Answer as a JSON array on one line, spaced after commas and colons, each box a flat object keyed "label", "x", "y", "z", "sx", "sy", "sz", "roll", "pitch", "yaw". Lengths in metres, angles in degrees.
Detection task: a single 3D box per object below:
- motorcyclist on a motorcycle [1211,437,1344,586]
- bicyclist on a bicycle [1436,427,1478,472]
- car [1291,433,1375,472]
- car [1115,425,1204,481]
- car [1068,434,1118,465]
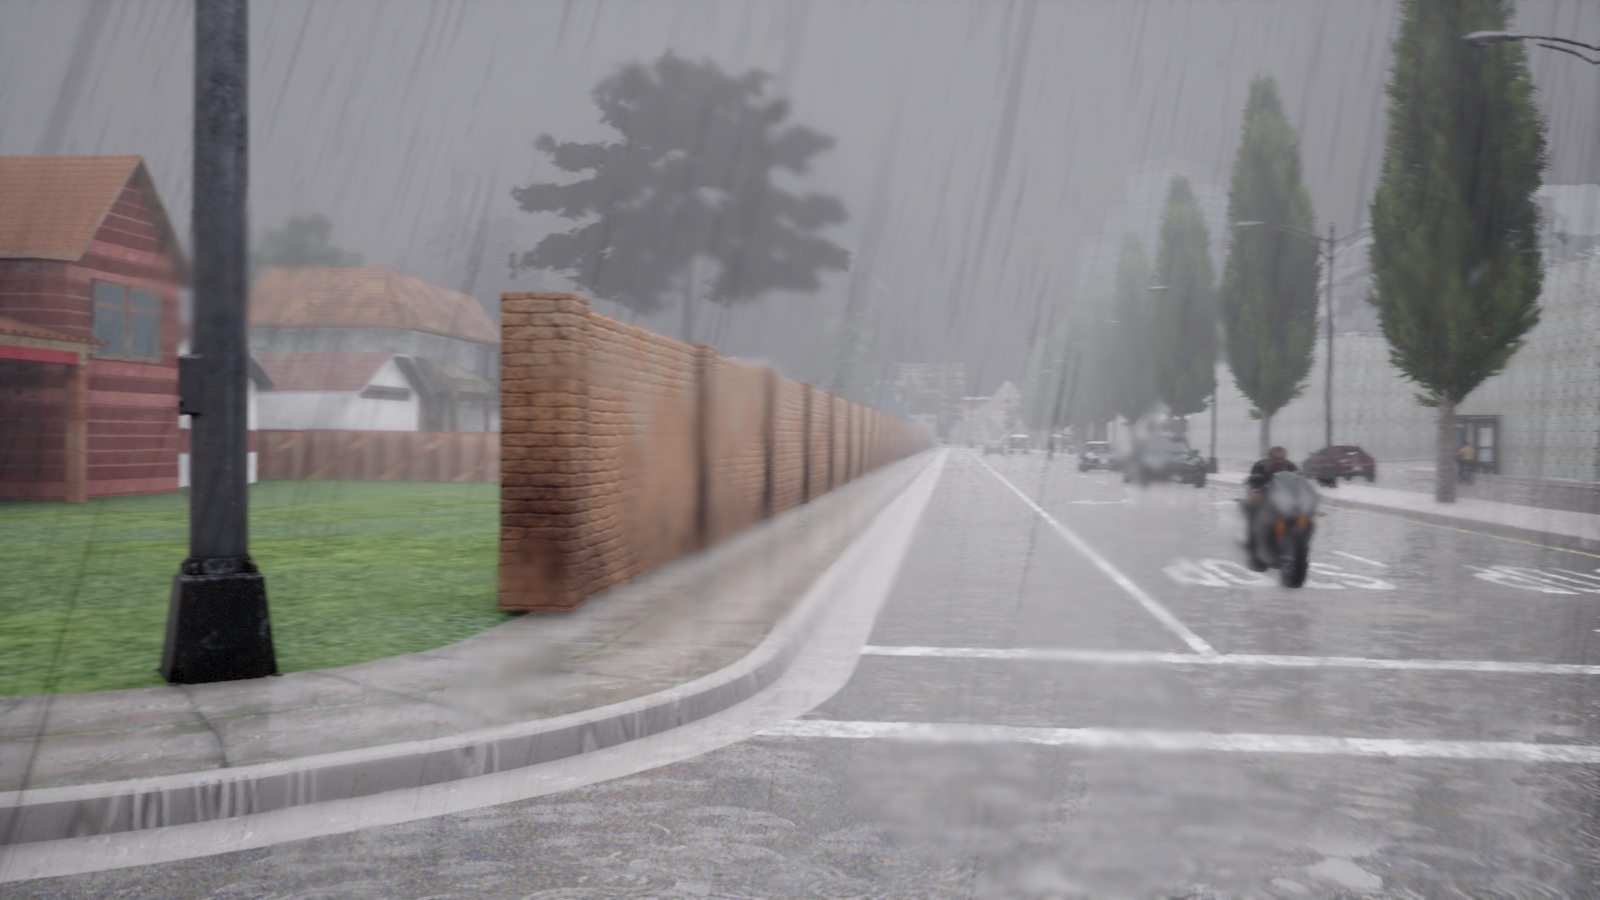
[{"label": "motorcyclist on a motorcycle", "x": 5.301, "y": 0.630, "z": 14.098, "sx": 0.866, "sy": 1.530, "sz": 2.191, "roll": -1, "pitch": 1, "yaw": 7}, {"label": "bicyclist on a bicycle", "x": 24.111, "y": -0.018, "z": 46.118, "sx": 0.866, "sy": 1.612, "sz": 1.509, "roll": -1, "pitch": 1, "yaw": 7}, {"label": "car", "x": 21.009, "y": 0.071, "z": 49.698, "sx": 1.812, "sy": 1.442, "sz": 4.674, "roll": -1, "pitch": 1, "yaw": 7}, {"label": "car", "x": 12.122, "y": 0.081, "z": 42.630, "sx": 2.097, "sy": 1.767, "sz": 4.553, "roll": -1, "pitch": 1, "yaw": 5}, {"label": "car", "x": 14.347, "y": -0.033, "z": 61.688, "sx": 1.970, "sy": 1.475, "sz": 3.806, "roll": -1, "pitch": 1, "yaw": 7}]
